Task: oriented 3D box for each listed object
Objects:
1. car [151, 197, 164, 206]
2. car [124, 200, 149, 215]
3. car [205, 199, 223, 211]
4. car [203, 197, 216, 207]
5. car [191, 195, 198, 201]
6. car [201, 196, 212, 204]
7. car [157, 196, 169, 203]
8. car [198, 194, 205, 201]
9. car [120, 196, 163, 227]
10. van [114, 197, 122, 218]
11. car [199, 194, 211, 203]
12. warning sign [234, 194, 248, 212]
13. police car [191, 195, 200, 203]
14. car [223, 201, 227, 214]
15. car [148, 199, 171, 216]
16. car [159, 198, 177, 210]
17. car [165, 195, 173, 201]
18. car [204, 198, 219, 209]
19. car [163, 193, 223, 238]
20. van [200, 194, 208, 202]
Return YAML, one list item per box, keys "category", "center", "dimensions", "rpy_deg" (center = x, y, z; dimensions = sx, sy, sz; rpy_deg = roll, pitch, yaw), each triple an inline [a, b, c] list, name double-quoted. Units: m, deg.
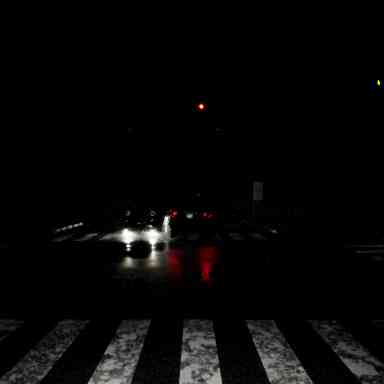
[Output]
- category: "car"
  center: [-5.878, 1.606, 57.552]
  dimensions: [1.802, 1.307, 4.206]
  rpy_deg: [0, 0, 0]
- category: "car"
  center: [-5.842, 1.553, 35.452]
  dimensions: [1.887, 1.381, 4.507]
  rpy_deg: [0, 0, 0]
- category: "car"
  center: [2.702, 1.557, 40.974]
  dimensions: [1.887, 1.381, 4.507]
  rpy_deg: [0, 0, 0]
- category: "car"
  center: [2.679, 1.546, 52.195]
  dimensions: [1.752, 1.417, 4.829]
  rpy_deg: [0, 0, 0]
- category: "car"
  center: [0.738, 1.505, 90.254]
  dimensions: [1.801, 1.575, 5.366]
  rpy_deg: [0, 0, 0]
- category: "car"
  center: [2.657, 1.573, 63.076]
  dimensions: [1.887, 1.381, 4.507]
  rpy_deg: [0, 0, 0]
- category: "car"
  center: [-5.896, 1.583, 68.601]
  dimensions: [2.008, 1.369, 4.403]
  rpy_deg: [0, 0, 0]
- category: "car"
  center: [2.601, 1.490, 90.704]
  dimensions: [1.967, 1.590, 4.097]
  rpy_deg: [0, 0, 0]
- category: "car"
  center: [-3.204, 1.355, 22.882]
  dimensions: [2.097, 1.767, 4.553]
  rpy_deg: [0, 0, 2]
- category: "van"
  center: [-5.833, 1.347, 29.927]
  dimensions: [1.690, 1.788, 3.998]
  rpy_deg: [0, 0, 0]
- category: "car"
  center: [2.645, 1.348, 68.602]
  dimensions: [2.192, 1.841, 5.009]
  rpy_deg: [0, 0, 0]
- category: "warning sign"
  center: [5.010, 1.123, 34.068]
  dimensions: [1.300, 1.860, 1.060]
  rpy_deg: [0, 0, 0]
- category: "police car"
  center: [0.767, 1.462, 74.175]
  dimensions: [1.930, 1.638, 5.238]
  rpy_deg: [0, 0, 0]
- category: "car"
  center: [2.713, 1.553, 35.449]
  dimensions: [1.887, 1.381, 4.507]
  rpy_deg: [0, 0, 0]
- category: "car"
  center: [-3.158, 1.512, 33.228]
  dimensions: [1.837, 1.490, 4.892]
  rpy_deg: [0, 0, 0]
- category: "car"
  center: [-3.172, 1.562, 44.770]
  dimensions: [2.033, 1.411, 5.357]
  rpy_deg: [0, 0, 0]
- category: "car"
  center: [-5.923, 1.571, 85.006]
  dimensions: [1.752, 1.417, 4.829]
  rpy_deg: [0, 0, 0]
- category: "car"
  center: [2.691, 1.561, 46.500]
  dimensions: [1.887, 1.381, 4.507]
  rpy_deg: [0, 0, 0]
- category: "car"
  center: [0.270, 1.215, 17.797]
  dimensions: [2.150, 2.045, 5.566]
  rpy_deg: [1, 0, 8]
- category: "van"
  center: [2.634, 1.378, 74.127]
  dimensions: [1.690, 1.788, 3.998]
  rpy_deg: [0, 0, 0]
